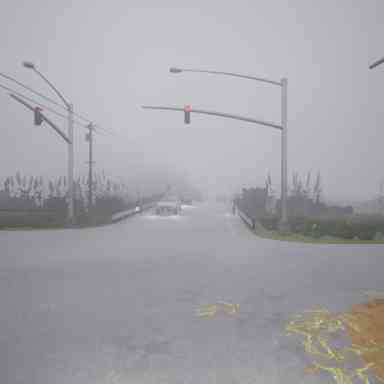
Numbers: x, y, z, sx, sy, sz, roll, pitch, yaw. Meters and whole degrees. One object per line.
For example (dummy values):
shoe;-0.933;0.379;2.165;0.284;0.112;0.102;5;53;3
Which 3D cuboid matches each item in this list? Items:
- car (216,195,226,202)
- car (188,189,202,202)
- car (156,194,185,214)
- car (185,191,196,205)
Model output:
car;5.491;1.221;63.144;1.882;1.535;5.008;0;-2;7
car;0.337;0.584;51.869;2.150;2.045;5.566;0;-2;8
car;-2.097;1.148;30.796;1.812;1.442;4.674;0;3;5
car;-1.073;0.873;40.758;1.994;1.385;4.181;0;1;6
